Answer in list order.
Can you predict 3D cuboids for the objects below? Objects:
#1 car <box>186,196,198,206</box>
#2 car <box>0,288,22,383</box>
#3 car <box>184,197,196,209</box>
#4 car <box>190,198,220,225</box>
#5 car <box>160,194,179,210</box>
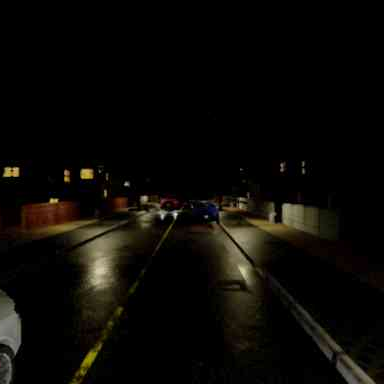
[{"bbox_3d":[-0.025,1.517,54.587,1.837,1.490,4.892,0,0,0],"label":"car"},{"bbox_3d":[-2.852,1.526,2.061,1.812,1.442,4.674,0,0,0],"label":"car"},{"bbox_3d":[-0.001,1.571,44.048,1.994,1.385,4.181,0,0,1],"label":"car"},{"bbox_3d":[0.951,1.479,24.308,1.882,1.535,5.008,0,0,0],"label":"car"},{"bbox_3d":[-2.863,1.227,42.958,2.150,2.045,5.566,0,0,0],"label":"car"}]
